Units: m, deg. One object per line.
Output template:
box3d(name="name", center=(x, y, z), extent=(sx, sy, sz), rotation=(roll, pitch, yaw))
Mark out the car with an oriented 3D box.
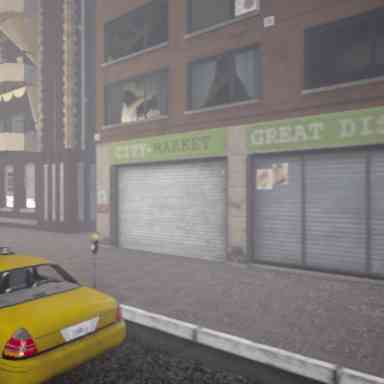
box3d(name="car", center=(-3.145, 1.524, 5.118), extent=(4.829, 1.417, 1.752), rotation=(0, 0, 35))
